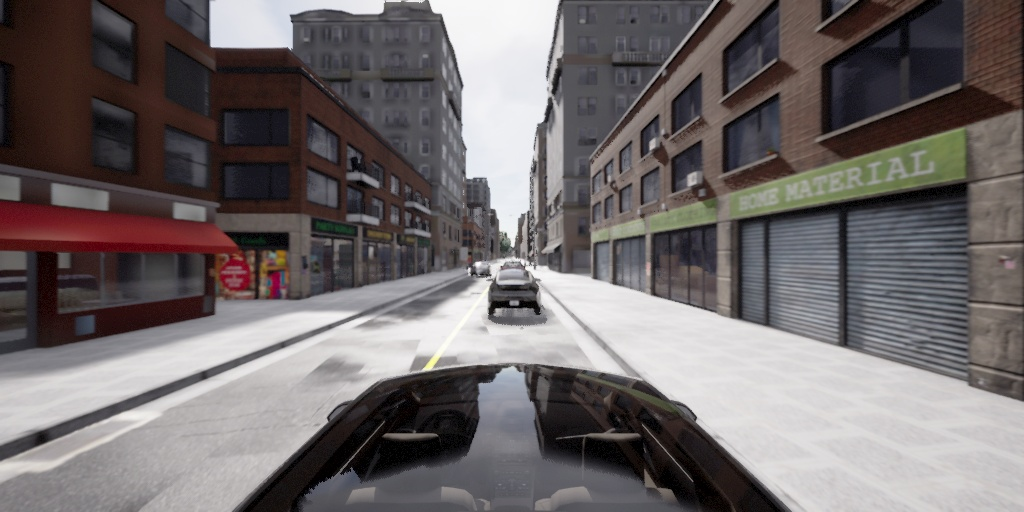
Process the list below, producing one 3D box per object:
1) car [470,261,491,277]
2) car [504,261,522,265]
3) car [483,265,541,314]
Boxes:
[{"bbox_3d":[-3.100,1.307,36.035,2.128,1.511,4.902,0,0,0],"label":"car"},{"bbox_3d":[0.082,1.152,28.931,2.097,1.767,4.553,0,0,0],"label":"car"},{"bbox_3d":[0.084,1.275,13.961,1.837,1.490,4.892,0,0,0],"label":"car"}]
